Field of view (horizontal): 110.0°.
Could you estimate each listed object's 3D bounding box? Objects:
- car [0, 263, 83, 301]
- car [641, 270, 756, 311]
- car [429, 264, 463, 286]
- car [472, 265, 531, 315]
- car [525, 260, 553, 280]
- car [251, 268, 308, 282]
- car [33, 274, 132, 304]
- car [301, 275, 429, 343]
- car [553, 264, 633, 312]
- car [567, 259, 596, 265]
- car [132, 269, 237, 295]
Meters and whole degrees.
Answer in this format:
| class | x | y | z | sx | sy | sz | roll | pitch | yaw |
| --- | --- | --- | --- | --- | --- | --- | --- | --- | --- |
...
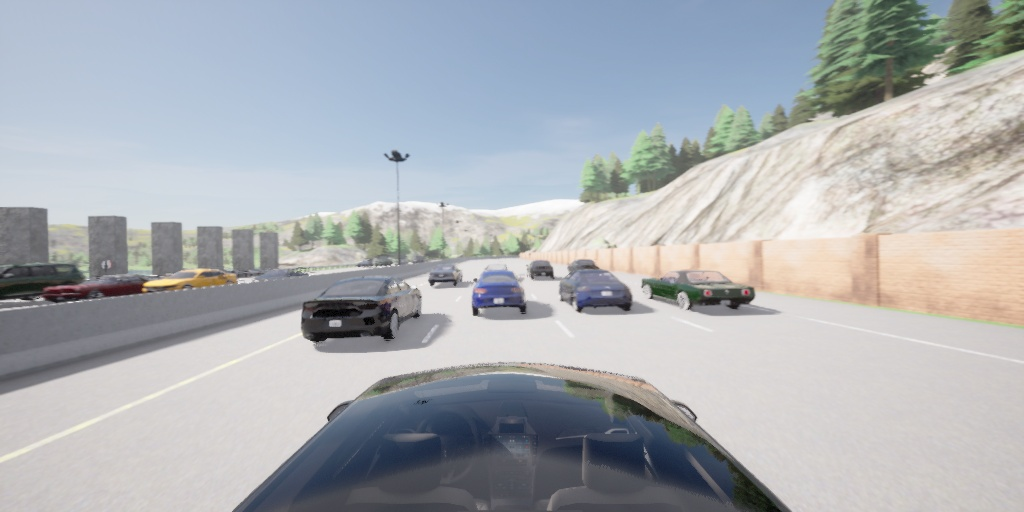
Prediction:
| class | x | y | z | sx | sy | sz | roll | pitch | yaw |
| --- | --- | --- | --- | --- | --- | --- | --- | --- | --- |
| car | -25.367 | 1.433 | 18.093 | 2.150 | 2.045 | 5.566 | -1 | 1 | -2 |
| car | 6.517 | 1.155 | 13.315 | 1.895 | 1.301 | 4.718 | -1 | 0 | -2 |
| car | -4.572 | 1.282 | 25.242 | 2.033 | 1.411 | 5.357 | -1 | 0 | -2 |
| car | -0.490 | 1.230 | 13.381 | 1.812 | 1.442 | 4.674 | -1 | 0 | -2 |
| car | 2.271 | 1.074 | 29.363 | 1.837 | 1.490 | 4.892 | -1 | 1 | -2 |
| car | -15.210 | 1.534 | 23.708 | 1.994 | 1.385 | 4.181 | -1 | 0 | -3 |
| car | -21.901 | 1.735 | 19.521 | 1.895 | 1.301 | 4.718 | -1 | 0 | -2 |
| car | -3.851 | 1.270 | 10.069 | 1.882 | 1.535 | 5.008 | -1 | 0 | -3 |
| car | 3.001 | 1.190 | 13.645 | 1.994 | 1.385 | 4.181 | -1 | 0 | -2 |
| car | 5.767 | 0.998 | 29.529 | 1.837 | 1.490 | 4.892 | -1 | 1 | -2 |
| car | -18.623 | 1.534 | 21.050 | 1.882 | 1.535 | 5.008 | -1 | 0 | -2 |
